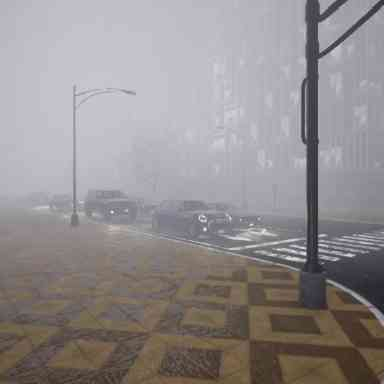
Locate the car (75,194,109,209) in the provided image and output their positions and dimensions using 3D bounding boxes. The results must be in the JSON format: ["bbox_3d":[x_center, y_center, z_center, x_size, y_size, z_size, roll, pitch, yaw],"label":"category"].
[{"bbox_3d":[-10.603,0.945,35.101,1.994,1.385,4.181,0,1,-38],"label":"car"}]

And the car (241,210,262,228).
[{"bbox_3d":[1.586,1.289,19.691,2.033,1.411,5.357,0,1,-36],"label":"car"}]

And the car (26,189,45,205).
[{"bbox_3d":[-18.740,0.710,40.255,2.128,1.511,4.902,0,1,-37],"label":"car"}]

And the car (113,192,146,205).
[{"bbox_3d":[-8.126,0.784,42.770,2.128,1.511,4.902,0,1,-38],"label":"car"}]

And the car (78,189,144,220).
[{"bbox_3d":[-5.979,0.819,23.968,2.150,2.045,5.566,0,1,-38],"label":"car"}]

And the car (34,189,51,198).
[{"bbox_3d":[-28.616,0.236,63.588,1.882,1.535,5.008,0,1,-38],"label":"car"}]

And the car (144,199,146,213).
[{"bbox_3d":[-4.394,1.166,27.207,1.895,1.301,4.718,0,1,-38],"label":"car"}]

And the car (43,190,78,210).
[{"bbox_3d":[-12.367,0.900,32.082,2.128,1.511,4.902,0,1,-38],"label":"car"}]

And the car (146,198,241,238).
[{"bbox_3d":[-0.074,1.124,16.496,2.097,1.767,4.553,0,1,-38],"label":"car"}]
